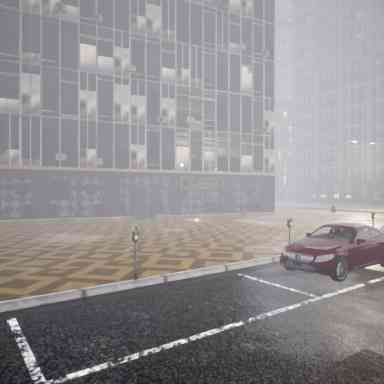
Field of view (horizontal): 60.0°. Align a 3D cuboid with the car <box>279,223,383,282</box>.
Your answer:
[{"bbox_3d":[4.383,1.579,9.697,4.206,1.307,1.802,0,0,-36],"label":"car"}]
